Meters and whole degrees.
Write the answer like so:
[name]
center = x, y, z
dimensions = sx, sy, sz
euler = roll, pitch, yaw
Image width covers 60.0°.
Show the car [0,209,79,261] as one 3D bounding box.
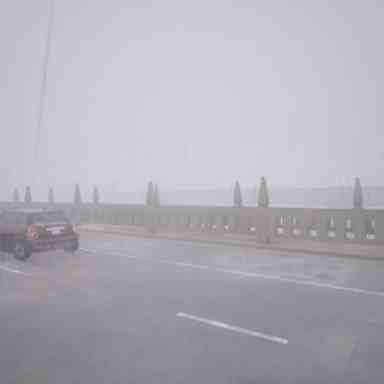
[car]
center = -6.447, 1.425, 12.820
dimensions = 4.553, 1.767, 2.097
euler = 0, 0, 36
